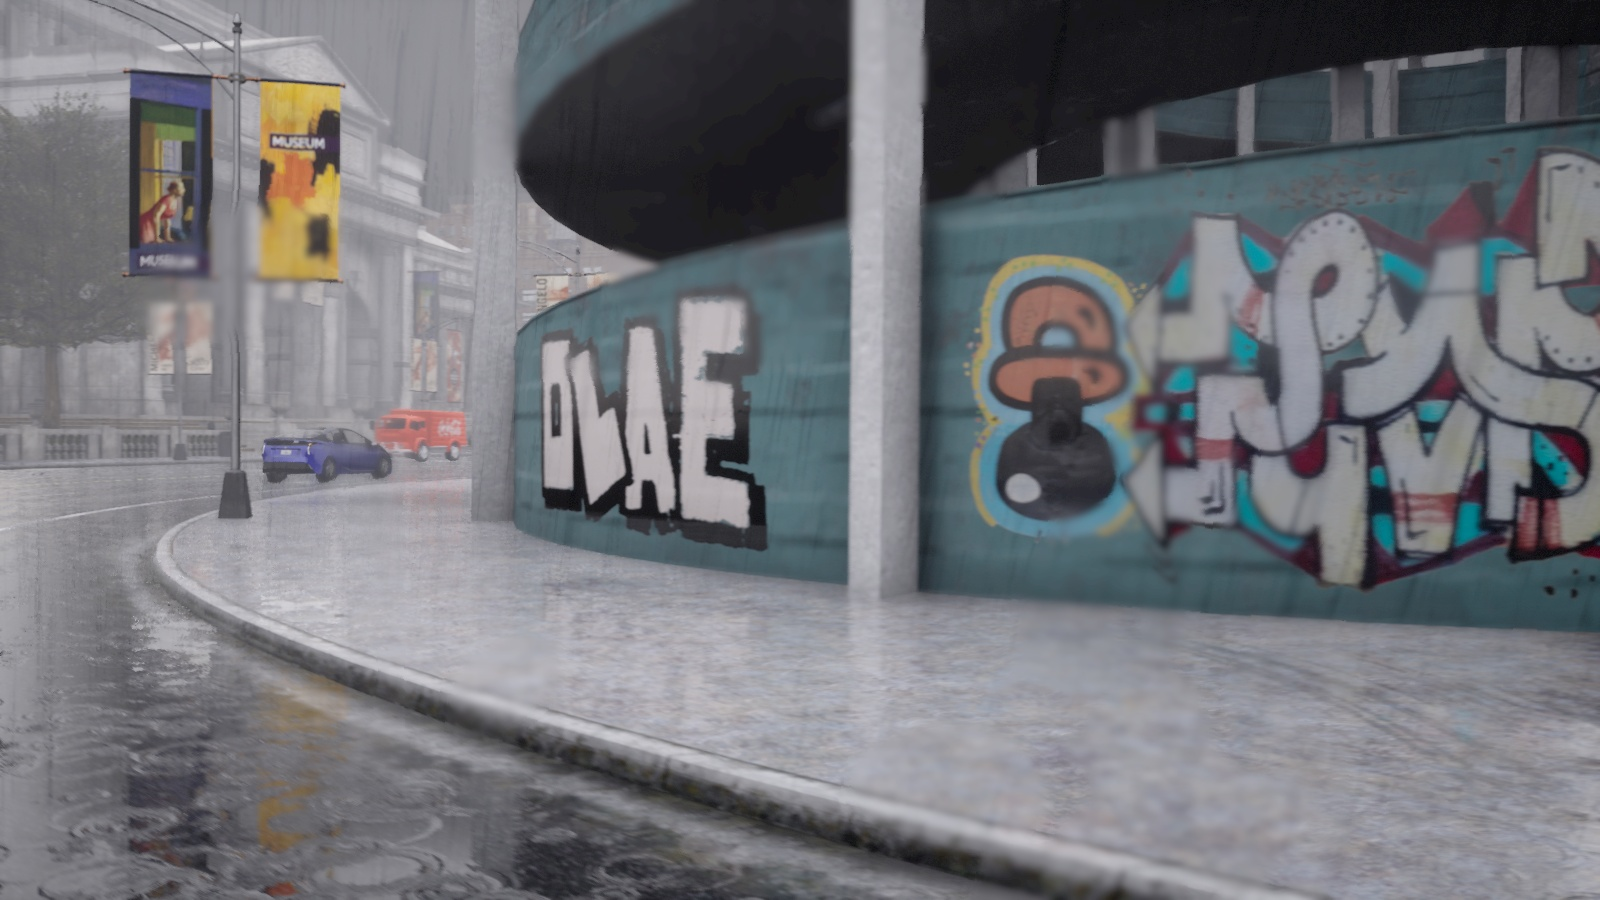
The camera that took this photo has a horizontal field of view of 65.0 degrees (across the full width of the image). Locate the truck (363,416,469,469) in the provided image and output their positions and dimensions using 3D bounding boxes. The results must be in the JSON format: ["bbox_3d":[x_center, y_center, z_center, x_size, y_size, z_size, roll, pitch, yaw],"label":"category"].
[{"bbox_3d":[-18.547,-0.367,60.970,2.627,2.467,5.204,0,1,13],"label":"truck"}]

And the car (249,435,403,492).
[{"bbox_3d":[-13.381,0.340,35.770,2.007,1.525,4.514,0,1,11],"label":"car"}]
